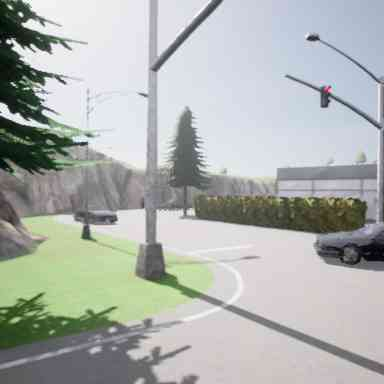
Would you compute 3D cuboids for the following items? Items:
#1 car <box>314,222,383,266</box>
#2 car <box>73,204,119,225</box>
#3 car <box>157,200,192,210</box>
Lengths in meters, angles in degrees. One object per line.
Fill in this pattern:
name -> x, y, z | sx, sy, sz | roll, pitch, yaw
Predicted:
car -> 6.923, 1.684, 11.007 | 5.357, 1.411, 2.033 | 0, 0, 16
car -> -7.530, 1.643, 25.553 | 2.033, 1.411, 5.357 | 1, 0, -37
car -> -2.421, 1.844, 47.666 | 5.357, 1.411, 2.033 | 1, -1, -42
